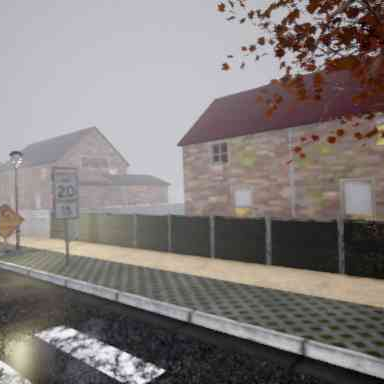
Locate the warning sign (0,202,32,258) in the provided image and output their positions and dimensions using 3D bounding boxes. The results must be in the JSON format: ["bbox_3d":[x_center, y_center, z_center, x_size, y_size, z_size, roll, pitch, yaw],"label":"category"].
[{"bbox_3d":[-6.754,1.336,12.068,1.060,1.860,1.300,-3,0,39],"label":"warning sign"}]
